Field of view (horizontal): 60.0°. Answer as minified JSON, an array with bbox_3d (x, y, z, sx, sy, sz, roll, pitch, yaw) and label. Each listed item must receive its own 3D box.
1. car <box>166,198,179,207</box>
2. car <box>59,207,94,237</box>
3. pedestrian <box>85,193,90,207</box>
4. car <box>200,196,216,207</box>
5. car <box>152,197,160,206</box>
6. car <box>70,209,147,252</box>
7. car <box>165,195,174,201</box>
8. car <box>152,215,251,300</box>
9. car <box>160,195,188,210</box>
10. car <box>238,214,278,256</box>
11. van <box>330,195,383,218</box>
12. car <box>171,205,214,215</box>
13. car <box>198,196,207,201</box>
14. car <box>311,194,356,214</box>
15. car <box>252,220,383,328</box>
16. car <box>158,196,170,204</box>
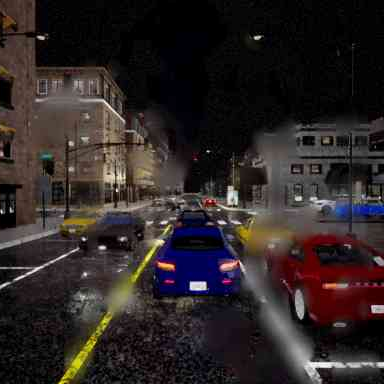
[{"bbox_3d":[-3.104,1.625,53.561,1.895,1.301,4.718,0,0,0],"label":"car"},{"bbox_3d":[-5.700,1.527,18.226,1.752,1.417,4.829,0,0,0],"label":"car"},{"bbox_3d":[-12.639,1.079,40.276,0.375,1.860,0.375,0,0,0],"label":"pedestrian"},{"bbox_3d":[2.673,1.462,50.866,1.967,1.590,4.097,0,0,0],"label":"car"},{"bbox_3d":[-5.708,1.579,56.549,2.008,1.369,4.403,0,0,0],"label":"car"},{"bbox_3d":[-3.104,1.548,14.162,2.033,1.411,5.357,0,0,0],"label":"car"},{"bbox_3d":[-5.715,1.596,84.862,1.752,1.417,4.829,0,0,0],"label":"car"},{"bbox_3d":[0.102,1.525,8.283,1.812,1.442,4.674,0,0,0],"label":"car"},{"bbox_3d":[-1.824,1.469,38.959,2.128,1.511,4.902,0,0,-20],"label":"car"},{"bbox_3d":[2.683,1.526,12.867,1.752,1.417,4.829,0,0,0],"label":"car"},{"bbox_3d":[14.652,1.413,29.163,3.998,1.788,1.690,0,0,0],"label":"van"},{"bbox_3d":[0.097,1.565,16.976,1.994,1.385,4.181,0,0,0],"label":"car"},{"bbox_3d":[2.666,1.622,85.046,2.008,1.369,4.403,-1,0,0],"label":"car"},{"bbox_3d":[15.477,1.256,34.957,5.566,2.045,2.150,0,0,0],"label":"car"},{"bbox_3d":[2.684,1.544,7.000,1.887,1.381,4.507,0,0,0],"label":"car"},{"bbox_3d":[-5.710,1.594,67.942,2.008,1.369,4.403,0,0,0],"label":"car"}]
